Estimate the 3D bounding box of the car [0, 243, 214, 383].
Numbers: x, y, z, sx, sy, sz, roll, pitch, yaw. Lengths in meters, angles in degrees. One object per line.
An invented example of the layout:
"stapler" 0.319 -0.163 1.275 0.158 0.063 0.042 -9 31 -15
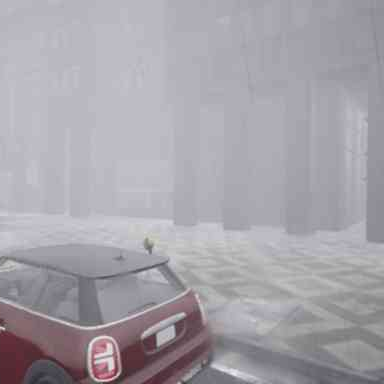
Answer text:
"car" -1.836 1.412 4.384 4.097 1.590 1.967 0 1 36
